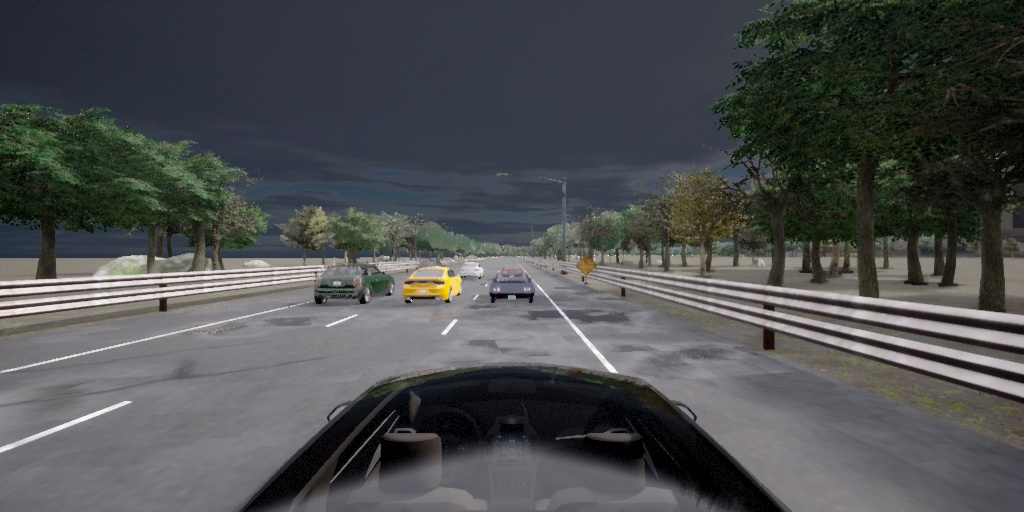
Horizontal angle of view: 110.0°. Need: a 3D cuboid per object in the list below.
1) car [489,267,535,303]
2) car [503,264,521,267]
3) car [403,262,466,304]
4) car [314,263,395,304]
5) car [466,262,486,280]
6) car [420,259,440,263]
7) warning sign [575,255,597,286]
[{"bbox_3d":[0.000,1.367,16.531,1.895,1.301,4.718,0,0,0],"label":"car"},{"bbox_3d":[0.000,1.368,31.531,1.895,1.301,4.718,0,0,0],"label":"car"},{"bbox_3d":[-3.500,1.235,16.501,1.882,1.535,5.008,0,0,0],"label":"car"},{"bbox_3d":[-7.000,1.117,16.471,2.097,1.767,4.553,0,0,0],"label":"car"},{"bbox_3d":[-3.500,1.285,31.501,1.812,1.442,4.674,0,0,0],"label":"car"},{"bbox_3d":[-7.000,1.118,31.470,2.097,1.767,4.553,0,0,0],"label":"car"},{"bbox_3d":[4.550,0.865,22.056,1.300,1.860,1.060,0,0,0],"label":"warning sign"}]
